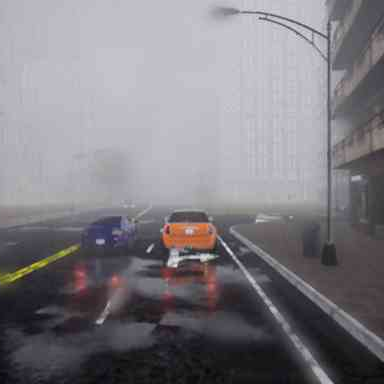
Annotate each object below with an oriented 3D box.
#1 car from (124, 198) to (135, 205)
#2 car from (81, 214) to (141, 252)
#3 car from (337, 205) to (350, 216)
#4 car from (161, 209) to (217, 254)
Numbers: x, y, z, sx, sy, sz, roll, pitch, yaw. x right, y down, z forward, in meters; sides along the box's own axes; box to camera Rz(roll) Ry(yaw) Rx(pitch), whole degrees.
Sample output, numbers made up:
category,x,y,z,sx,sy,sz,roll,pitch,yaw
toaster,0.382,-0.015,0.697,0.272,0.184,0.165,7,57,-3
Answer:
category,x,y,z,sx,sy,sz,roll,pitch,yaw
car,-13.716,2.023,72.916,2.097,1.767,4.553,0,-1,-6
car,-3.385,1.661,14.452,1.812,1.442,4.674,0,0,-1
car,16.686,1.570,33.083,4.097,1.590,1.967,-1,0,13
car,-0.132,1.483,14.213,2.097,1.767,4.553,0,-1,-1
